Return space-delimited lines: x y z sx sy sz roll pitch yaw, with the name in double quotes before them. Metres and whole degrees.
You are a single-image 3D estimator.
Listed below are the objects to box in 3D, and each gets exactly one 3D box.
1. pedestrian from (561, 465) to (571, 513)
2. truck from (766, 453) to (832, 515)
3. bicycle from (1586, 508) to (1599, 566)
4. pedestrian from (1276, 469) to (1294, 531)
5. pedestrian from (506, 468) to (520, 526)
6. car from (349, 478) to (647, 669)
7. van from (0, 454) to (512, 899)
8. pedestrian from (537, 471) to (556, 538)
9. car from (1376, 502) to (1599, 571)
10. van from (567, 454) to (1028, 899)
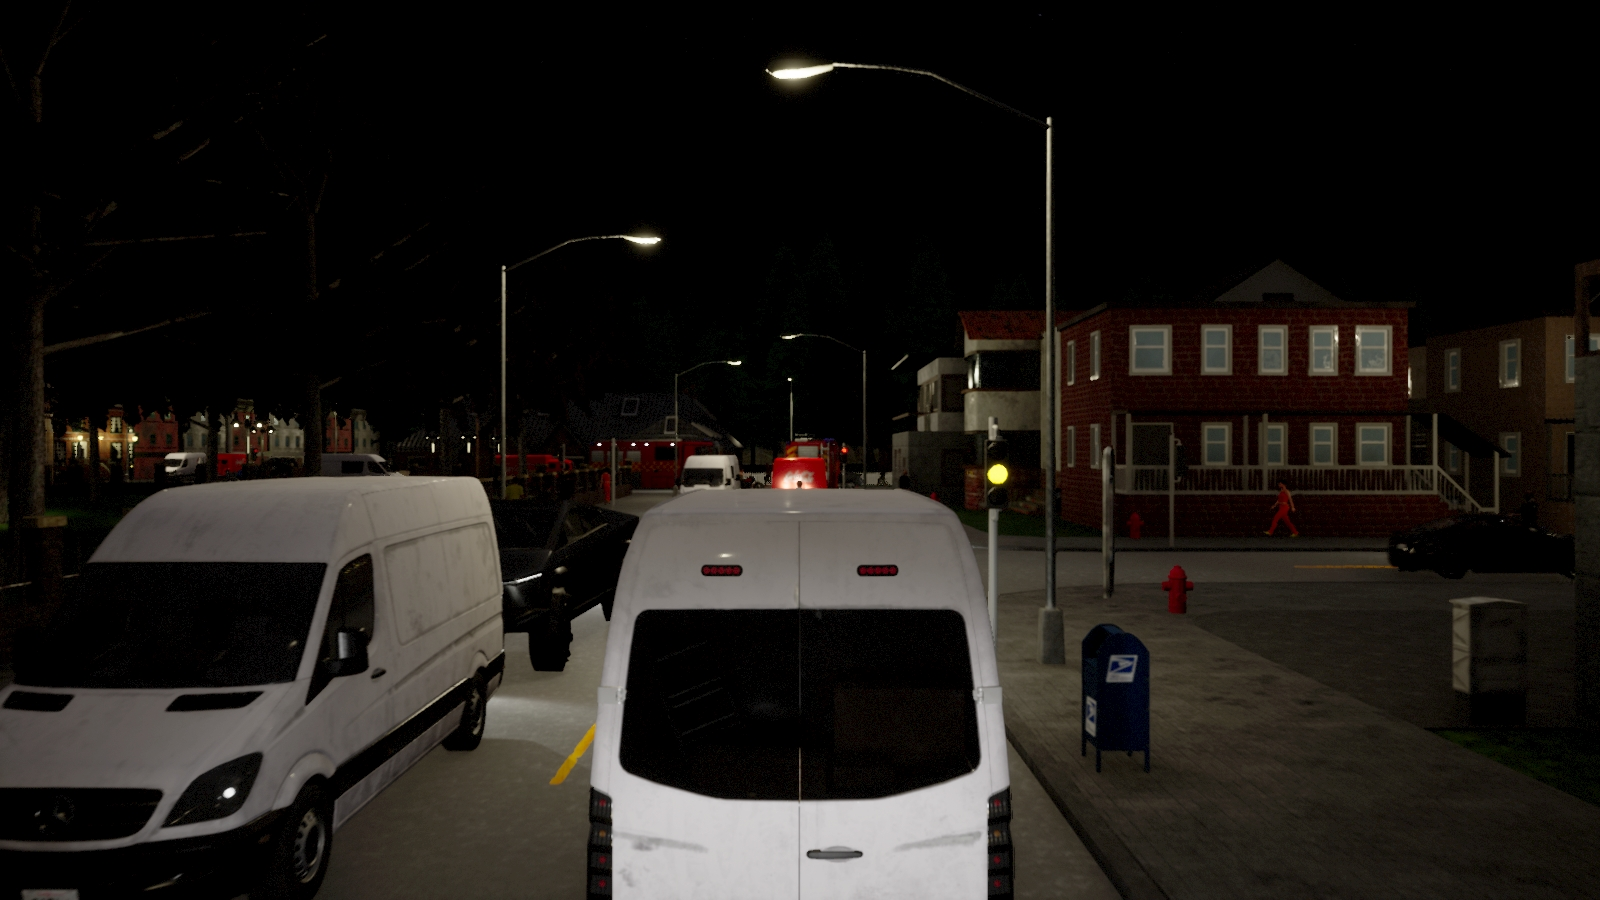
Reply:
"pedestrian" -9.204 1.526 44.968 0.375 1.860 0.375 0 0 -16
"truck" -0.024 1.349 47.923 2.627 2.467 5.204 0 0 0
"bicycle" 18.510 1.941 25.418 1.835 1.271 0.329 0 0 0
"pedestrian" 14.768 1.517 34.784 0.375 1.860 0.375 0 0 2
"pedestrian" -9.384 1.527 37.361 0.375 1.860 0.375 0 0 0
"car" -4.006 1.534 16.665 2.390 2.098 6.274 0 0 3
"van" -4.013 1.315 9.015 1.988 2.561 5.915 0 0 0
"pedestrian" -7.106 1.526 32.063 0.375 1.860 0.375 0 0 19
"car" 15.454 1.900 25.503 4.181 1.385 1.994 0 0 1
"van" -0.013 1.315 7.884 1.988 2.561 5.915 0 0 0
